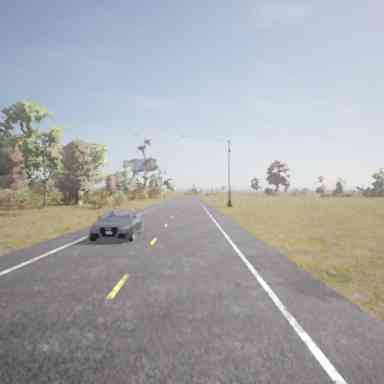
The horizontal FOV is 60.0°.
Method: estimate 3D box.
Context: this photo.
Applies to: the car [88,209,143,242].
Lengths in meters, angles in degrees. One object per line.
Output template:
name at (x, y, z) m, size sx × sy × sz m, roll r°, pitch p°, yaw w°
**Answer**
car at (-3.597, 1.564, 16.356) m, size 1.994 × 1.385 × 4.181 m, roll 0°, pitch 0°, yaw 0°
